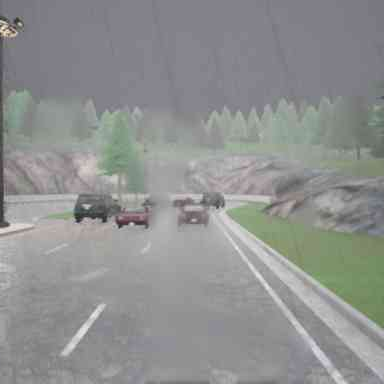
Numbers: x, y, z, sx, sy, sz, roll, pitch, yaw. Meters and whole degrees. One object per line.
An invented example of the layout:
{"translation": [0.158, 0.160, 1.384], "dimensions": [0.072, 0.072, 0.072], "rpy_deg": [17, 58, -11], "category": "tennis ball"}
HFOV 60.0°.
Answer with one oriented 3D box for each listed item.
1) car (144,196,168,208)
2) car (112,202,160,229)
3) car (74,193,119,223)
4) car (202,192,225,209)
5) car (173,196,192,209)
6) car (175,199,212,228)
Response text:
{"translation": [-4.491, 1.321, 41.553], "dimensions": [1.837, 1.490, 4.892], "rpy_deg": [0, 1, 15], "category": "car"}
{"translation": [-3.380, 1.507, 20.964], "dimensions": [1.895, 1.301, 4.718], "rpy_deg": [0, 0, 0], "category": "car"}
{"translation": [-6.840, 1.114, 24.470], "dimensions": [2.150, 2.045, 5.566], "rpy_deg": [0, 1, 1], "category": "car"}
{"translation": [2.696, 1.038, 41.636], "dimensions": [2.150, 2.045, 5.566], "rpy_deg": [0, 1, 16], "category": "car"}
{"translation": [-0.904, 1.293, 41.537], "dimensions": [1.882, 1.535, 5.008], "rpy_deg": [0, 0, 15], "category": "car"}
{"translation": [0.125, 1.431, 21.126], "dimensions": [1.812, 1.442, 4.674], "rpy_deg": [0, 0, 0], "category": "car"}
